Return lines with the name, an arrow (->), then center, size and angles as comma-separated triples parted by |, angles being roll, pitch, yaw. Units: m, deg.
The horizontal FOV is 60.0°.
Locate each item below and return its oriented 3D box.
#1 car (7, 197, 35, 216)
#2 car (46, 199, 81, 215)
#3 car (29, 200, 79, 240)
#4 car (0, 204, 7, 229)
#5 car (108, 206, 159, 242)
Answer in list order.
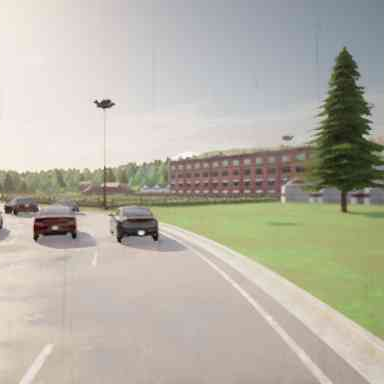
car -> -16.612, 1.278, 32.260 | 2.097, 1.767, 4.553 | -1, 0, -41
car -> -12.945, 1.464, 33.378 | 1.994, 1.385, 4.181 | -1, 0, -40
car -> -6.921, 1.428, 17.008 | 1.882, 1.535, 5.008 | 0, 0, -20
car -> -11.442, 1.496, 18.033 | 1.812, 1.442, 4.674 | 0, 0, -24
car -> -2.890, 1.437, 16.161 | 1.837, 1.490, 4.892 | 0, 0, -19
